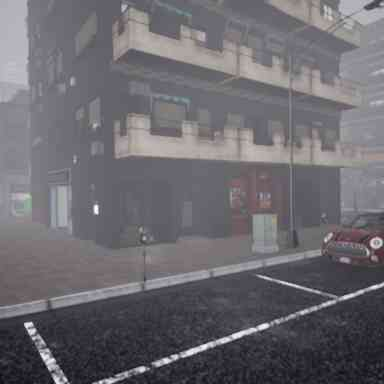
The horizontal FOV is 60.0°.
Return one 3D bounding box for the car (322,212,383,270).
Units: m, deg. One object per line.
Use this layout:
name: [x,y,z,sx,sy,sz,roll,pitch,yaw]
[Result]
car: [5.937,1.390,10.581,4.097,1.590,1.967,0,-1,-36]
